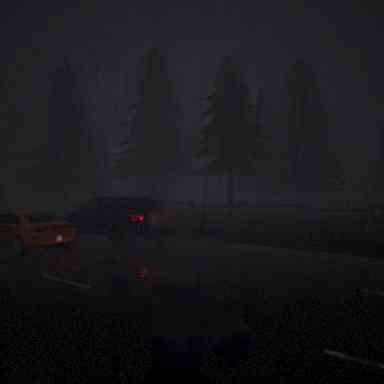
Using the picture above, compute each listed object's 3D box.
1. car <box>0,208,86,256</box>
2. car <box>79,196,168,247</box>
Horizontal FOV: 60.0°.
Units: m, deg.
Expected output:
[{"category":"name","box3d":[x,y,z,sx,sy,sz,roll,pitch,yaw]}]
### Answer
[{"category":"car","box3d":[-6.620,1.444,13.056,5.008,1.535,1.882,0,0,36]},{"category":"car","box3d":[-3.648,1.191,15.220,5.566,2.045,2.150,0,0,36]}]
